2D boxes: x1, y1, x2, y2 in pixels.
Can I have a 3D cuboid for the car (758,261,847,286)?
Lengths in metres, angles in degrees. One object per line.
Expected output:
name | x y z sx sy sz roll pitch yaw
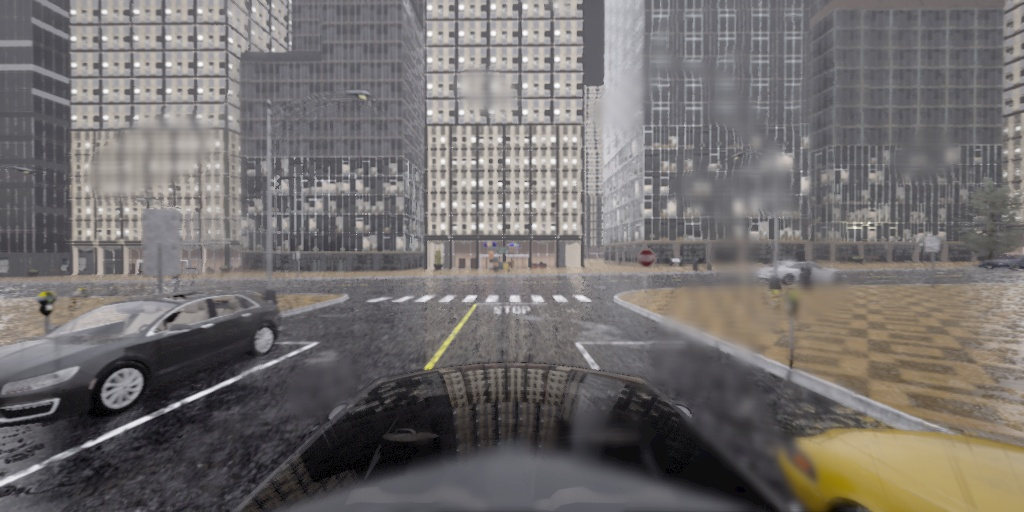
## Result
car | 17.873 1.042 22.219 4.674 1.442 1.812 -1 0 1

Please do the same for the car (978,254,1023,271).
car | 44.876 0.556 31.666 5.357 1.411 2.033 -1 0 1

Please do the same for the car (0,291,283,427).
car | -5.691 1.307 5.838 2.007 1.370 4.403 0 0 0

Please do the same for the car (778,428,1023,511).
car | 2.689 1.273 0.449 1.751 1.417 4.829 0 0 0
